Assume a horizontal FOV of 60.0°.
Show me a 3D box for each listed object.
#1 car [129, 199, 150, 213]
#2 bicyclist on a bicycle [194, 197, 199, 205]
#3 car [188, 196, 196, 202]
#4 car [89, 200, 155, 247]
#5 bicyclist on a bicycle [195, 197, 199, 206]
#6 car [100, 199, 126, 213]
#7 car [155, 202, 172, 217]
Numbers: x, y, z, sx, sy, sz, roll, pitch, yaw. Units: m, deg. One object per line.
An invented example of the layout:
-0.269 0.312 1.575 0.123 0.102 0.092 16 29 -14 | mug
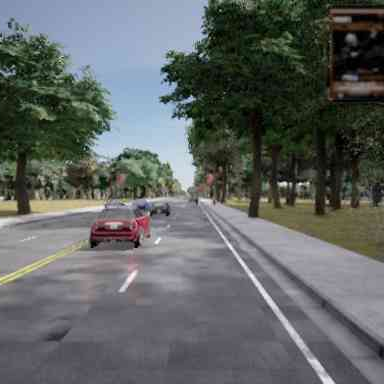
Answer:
-6.581 1.699 42.190 1.882 1.535 5.008 0 0 0 | car
0.898 1.800 66.906 0.866 1.612 1.509 0 -1 0 | bicyclist on a bicycle
0.014 1.882 84.193 2.033 1.411 5.357 0 0 0 | car
-3.148 1.427 15.503 2.097 1.767 4.553 0 0 0 | car
0.906 1.763 57.584 0.582 1.620 1.656 0 -1 0 | bicyclist on a bicycle
-9.826 1.711 41.892 2.128 1.511 4.902 0 0 0 | car
-3.146 1.700 34.040 1.812 1.442 4.674 0 0 0 | car
